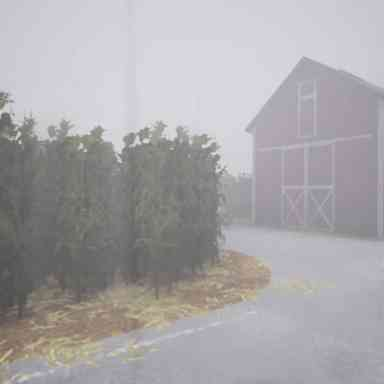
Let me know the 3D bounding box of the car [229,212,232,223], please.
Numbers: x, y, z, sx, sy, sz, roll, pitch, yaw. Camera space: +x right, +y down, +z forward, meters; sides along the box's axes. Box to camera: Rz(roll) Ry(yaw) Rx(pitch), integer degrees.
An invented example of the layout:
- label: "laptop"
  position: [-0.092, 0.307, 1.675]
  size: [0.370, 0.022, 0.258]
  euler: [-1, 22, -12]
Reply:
- label: "car"
  position: [0.844, 1.606, 23.103]
  size: [1.812, 1.442, 4.674]
  euler: [0, 0, -35]
